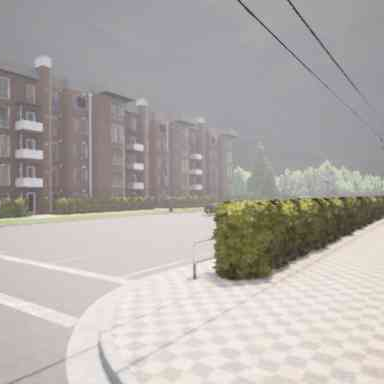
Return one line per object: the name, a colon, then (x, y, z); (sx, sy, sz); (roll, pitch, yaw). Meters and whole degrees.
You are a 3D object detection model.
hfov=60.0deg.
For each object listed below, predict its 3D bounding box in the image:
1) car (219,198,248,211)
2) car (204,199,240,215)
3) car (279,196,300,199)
car: (5.889, 1.699, 46.847); (2.097, 1.767, 4.553); (-1, -1, 36)
car: (3.245, 1.764, 37.057); (1.882, 1.535, 5.008); (-1, -1, 36)
car: (13.622, 1.497, 45.550); (2.150, 2.045, 5.566); (-1, -1, 37)
